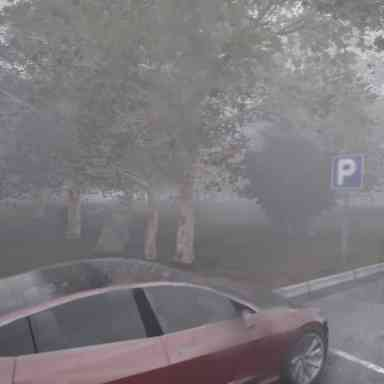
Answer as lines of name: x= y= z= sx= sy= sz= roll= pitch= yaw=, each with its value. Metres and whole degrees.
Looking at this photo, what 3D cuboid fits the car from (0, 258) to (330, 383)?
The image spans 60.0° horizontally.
car: x=-0.550 y=1.513 z=3.658 sx=4.792 sy=1.488 sz=2.163 roll=0 pitch=0 yaw=-33
